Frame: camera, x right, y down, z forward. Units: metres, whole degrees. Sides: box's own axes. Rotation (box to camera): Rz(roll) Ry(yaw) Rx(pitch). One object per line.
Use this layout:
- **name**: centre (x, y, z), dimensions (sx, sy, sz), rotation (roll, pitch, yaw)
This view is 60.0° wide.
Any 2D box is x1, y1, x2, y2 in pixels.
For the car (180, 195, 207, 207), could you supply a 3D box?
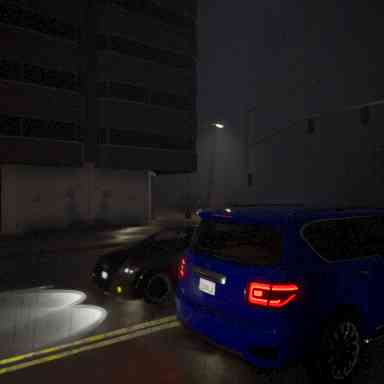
- **car**: centre (0.216, 1.352, 53.067), dimensions (2.097, 1.767, 4.553), rotation (0, 0, -36)

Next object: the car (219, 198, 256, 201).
- **car**: centre (5.405, 1.491, 33.789), dimensions (2.128, 1.511, 4.902), rotation (0, 0, -36)

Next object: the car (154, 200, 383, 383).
- **car**: centre (2.380, 1.221, 5.507), dimensions (5.566, 2.045, 2.150), rotation (0, 0, -35)

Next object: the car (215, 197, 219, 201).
- **car**: centre (3.145, 1.477, 54.998), dimensions (1.882, 1.535, 5.008), rotation (0, 0, -36)

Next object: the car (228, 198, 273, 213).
- **car**: centre (6.610, 1.491, 38.073), dimensions (2.128, 1.511, 4.902), rotation (0, 0, -36)

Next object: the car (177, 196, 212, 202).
- **car**: centre (-0.346, 1.547, 41.665), dimensions (2.033, 1.411, 5.357), rotation (0, 0, -36)

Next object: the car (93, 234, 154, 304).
- **car**: centre (-0.214, 1.564, 8.147), dimensions (4.181, 1.385, 1.994), rotation (0, 0, -36)

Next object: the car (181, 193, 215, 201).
- **car**: centre (0.295, 1.221, 46.735), dimensions (2.150, 2.045, 5.566), rotation (0, 0, -35)
